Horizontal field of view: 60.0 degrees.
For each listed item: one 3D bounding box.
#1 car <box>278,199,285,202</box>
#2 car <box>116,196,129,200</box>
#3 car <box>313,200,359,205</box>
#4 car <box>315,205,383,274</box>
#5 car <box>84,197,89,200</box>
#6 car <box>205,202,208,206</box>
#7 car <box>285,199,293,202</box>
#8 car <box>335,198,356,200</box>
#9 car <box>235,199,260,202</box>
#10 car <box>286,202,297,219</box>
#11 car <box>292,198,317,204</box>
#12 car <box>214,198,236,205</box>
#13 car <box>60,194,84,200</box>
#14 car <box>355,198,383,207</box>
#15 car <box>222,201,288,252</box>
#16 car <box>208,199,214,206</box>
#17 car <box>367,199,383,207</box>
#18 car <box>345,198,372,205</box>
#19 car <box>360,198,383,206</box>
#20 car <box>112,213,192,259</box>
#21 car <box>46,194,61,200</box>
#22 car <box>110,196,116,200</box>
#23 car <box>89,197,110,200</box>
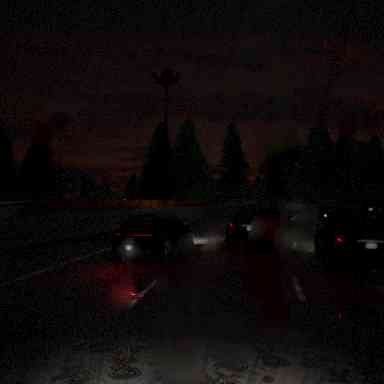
[{"bbox_3d":[18.649,1.983,63.812,5.357,1.411,2.033,0,0,-22],"label":"car"},{"bbox_3d":[-17.860,1.949,89.045,1.895,1.301,4.718,1,0,12],"label":"car"},{"bbox_3d":[13.792,1.852,31.661,4.892,1.490,1.837,0,-1,-44],"label":"car"},{"bbox_3d":[5.340,1.486,10.966,2.097,1.767,4.553,1,0,15],"label":"car"},{"bbox_3d":[-23.694,1.751,75.658,1.994,1.385,4.181,1,0,4],"label":"car"},{"bbox_3d":[4.416,1.840,55.946,4.902,1.511,2.128,1,0,-35],"label":"car"},{"bbox_3d":[20.150,1.902,60.626,5.008,1.535,1.882,0,0,-22],"label":"car"},{"bbox_3d":[24.370,1.888,54.680,4.902,1.511,2.128,0,0,-21],"label":"car"},{"bbox_3d":[8.629,1.876,45.800,4.674,1.442,1.812,1,0,-37],"label":"car"},{"bbox_3d":[7.374,1.871,29.895,1.895,1.301,4.718,0,0,39],"label":"car"},{"bbox_3d":[20.066,2.010,56.778,4.718,1.301,1.895,0,0,-24],"label":"car"},{"bbox_3d":[6.008,1.814,48.179,5.008,1.535,1.882,1,0,-38],"label":"car"},{"bbox_3d":[-21.008,1.621,57.982,1.837,1.490,4.892,1,0,1],"label":"car"},{"bbox_3d":[17.523,1.590,30.540,5.566,2.045,2.150,-1,0,-41],"label":"car"},{"bbox_3d":[2.962,1.480,14.928,2.097,1.767,4.553,1,0,19],"label":"car"},{"bbox_3d":[5.338,1.945,52.324,4.718,1.301,1.895,1,0,-36],"label":"car"},{"bbox_3d":[35.293,1.960,61.226,5.357,1.411,2.033,0,0,-11],"label":"car"},{"bbox_3d":[34.072,1.950,68.118,4.892,1.490,1.837,0,0,-11],"label":"car"},{"bbox_3d":[35.345,1.956,64.780,4.674,1.442,1.812,0,0,-11],"label":"car"},{"bbox_3d":[-1.358,1.572,13.050,1.837,1.490,4.892,0,0,15],"label":"car"},{"bbox_3d":[-24.481,1.311,60.321,2.150,2.045,5.566,1,0,1],"label":"car"},{"bbox_3d":[-21.080,1.804,90.712,1.882,1.535,5.008,1,0,12],"label":"car"},{"bbox_3d":[-20.390,1.820,73.539,1.895,1.301,4.718,1,0,4],"label":"car"}]
